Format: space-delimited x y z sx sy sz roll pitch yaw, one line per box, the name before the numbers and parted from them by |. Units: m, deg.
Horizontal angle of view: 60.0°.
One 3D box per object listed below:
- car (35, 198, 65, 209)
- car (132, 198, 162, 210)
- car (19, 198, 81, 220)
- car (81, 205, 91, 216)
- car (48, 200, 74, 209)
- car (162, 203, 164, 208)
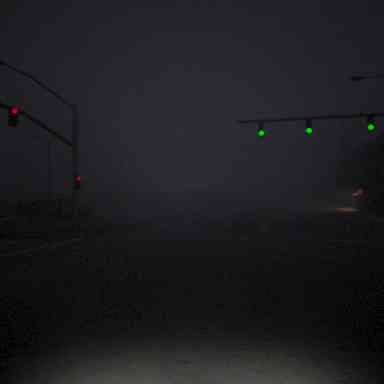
car | -24.315 1.975 56.978 4.605 1.855 1.932 -1 -1 15
car | -7.369 1.816 52.532 3.866 1.878 1.905 -1 -1 15
car | -13.127 1.598 30.764 4.605 1.855 1.932 -1 -1 15
car | -12.336 1.628 33.549 3.866 1.878 1.905 -1 -1 15
car | -23.513 2.213 59.759 3.905 1.438 1.784 -1 -1 15
car | -6.619 2.083 55.326 3.806 1.475 1.970 -1 -1 15
